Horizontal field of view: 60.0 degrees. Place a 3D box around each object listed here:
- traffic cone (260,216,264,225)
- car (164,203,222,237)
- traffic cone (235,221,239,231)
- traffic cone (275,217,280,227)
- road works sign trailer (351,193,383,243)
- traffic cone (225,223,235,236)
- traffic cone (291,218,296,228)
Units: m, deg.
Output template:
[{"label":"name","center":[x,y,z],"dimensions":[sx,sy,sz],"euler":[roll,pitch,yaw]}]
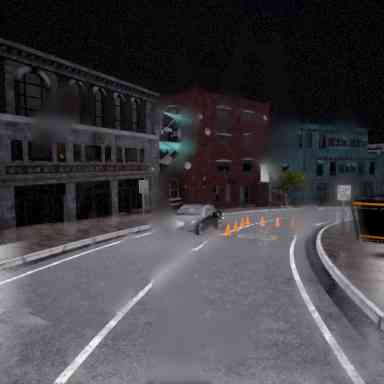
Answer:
[{"label":"traffic cone","center":[4.734,1.933,22.341],"dimensions":[0.340,0.580,0.340],"euler":[2,1,19]},{"label":"car","center":[0.187,1.389,17.815],"dimensions":[2.128,1.511,4.902],"euler":[2,1,22]},{"label":"traffic cone","center":[2.494,1.903,18.887],"dimensions":[0.340,0.580,0.340],"euler":[2,1,19]},{"label":"traffic cone","center":[5.674,1.971,22.019],"dimensions":[0.340,0.580,0.340],"euler":[2,1,18]},{"label":"road works sign trailer","center":[7.116,1.155,10.558],"dimensions":[3.560,2.380,2.880],"euler":[2,45,37]},{"label":"traffic cone","center":[1.844,1.904,16.996],"dimensions":[0.340,0.580,0.340],"euler":[2,0,19]},{"label":"traffic cone","center":[6.620,2.009,21.699],"dimensions":[0.340,0.580,0.340],"euler":[2,1,19]}]
